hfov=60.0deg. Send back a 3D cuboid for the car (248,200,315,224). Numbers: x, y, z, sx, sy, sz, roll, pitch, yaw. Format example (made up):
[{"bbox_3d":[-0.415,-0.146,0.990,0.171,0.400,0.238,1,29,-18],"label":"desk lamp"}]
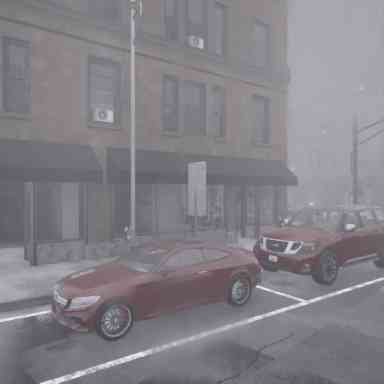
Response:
[{"bbox_3d":[6.844,1.487,25.904,1.882,1.535,5.008,0,0,-35],"label":"car"}]

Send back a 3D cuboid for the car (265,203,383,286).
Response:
[{"bbox_3d":[4.038,1.315,9.639,5.009,1.841,2.192,0,0,-35],"label":"car"}]

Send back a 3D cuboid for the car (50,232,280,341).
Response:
[{"bbox_3d":[-0.461,1.582,6.435,4.206,1.307,1.802,0,0,-35],"label":"car"}]
